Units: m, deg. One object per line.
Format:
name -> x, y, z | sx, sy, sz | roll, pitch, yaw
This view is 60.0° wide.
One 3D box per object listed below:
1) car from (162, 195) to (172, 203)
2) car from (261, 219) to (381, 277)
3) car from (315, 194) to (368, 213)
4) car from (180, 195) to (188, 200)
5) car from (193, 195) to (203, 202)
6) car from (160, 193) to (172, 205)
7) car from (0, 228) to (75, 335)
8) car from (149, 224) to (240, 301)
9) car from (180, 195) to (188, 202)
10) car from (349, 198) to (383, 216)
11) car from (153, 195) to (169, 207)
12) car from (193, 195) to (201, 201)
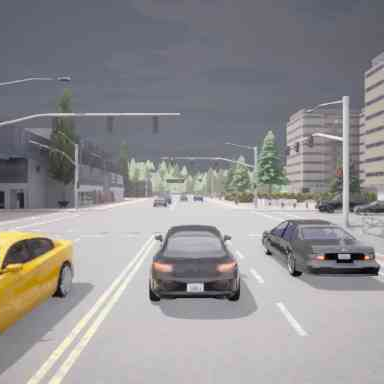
car -> -5.241, 1.500, 71.026 | 1.837, 1.490, 4.892 | 0, 0, -1
car -> 3.533, 1.547, 10.240 | 2.033, 1.411, 5.357 | 0, 0, 0
car -> 16.284, 1.222, 35.967 | 5.566, 2.045, 2.150 | 0, 0, -2
car -> -2.197, 1.467, 88.737 | 1.994, 1.385, 4.181 | 0, 0, -1
car -> 1.565, 1.478, 78.672 | 1.882, 1.535, 5.008 | 0, 0, -1
car -> -5.035, 1.225, 60.626 | 2.150, 2.045, 5.566 | 0, 0, -1
car -> -3.622, 1.477, 5.692 | 1.882, 1.535, 5.008 | 0, 0, 0
car -> 0.035, 1.526, 8.182 | 1.812, 1.442, 4.674 | 0, 0, -1
car -> -1.922, 1.533, 78.102 | 2.033, 1.411, 5.357 | 0, 0, -1
car -> 18.220, 1.526, 32.499 | 4.674, 1.442, 1.812 | 0, 0, -2
car -> -4.783, 1.526, 50.408 | 1.812, 1.442, 4.674 | 0, 0, -2
car -> 1.302, 1.500, 88.810 | 1.837, 1.490, 4.892 | 0, 0, -1
